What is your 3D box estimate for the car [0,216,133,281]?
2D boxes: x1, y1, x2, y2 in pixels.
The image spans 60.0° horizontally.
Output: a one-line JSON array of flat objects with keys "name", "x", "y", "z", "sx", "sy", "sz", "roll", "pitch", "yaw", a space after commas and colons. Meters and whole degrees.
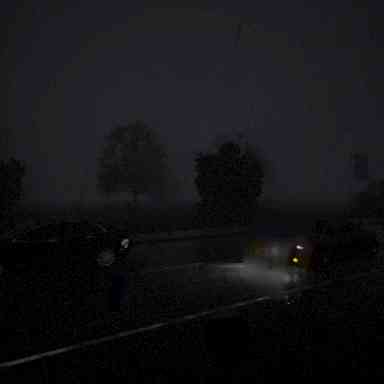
[{"name": "car", "x": -4.117, "y": 1.492, "z": 9.534, "sx": 4.892, "sy": 1.490, "sz": 1.837, "roll": 0, "pitch": 0, "yaw": -34}]

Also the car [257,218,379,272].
[{"name": "car", "x": 4.124, "y": 1.554, "z": 10.798, "sx": 4.181, "sy": 1.385, "sz": 1.994, "roll": 0, "pitch": 0, "yaw": -32}]
